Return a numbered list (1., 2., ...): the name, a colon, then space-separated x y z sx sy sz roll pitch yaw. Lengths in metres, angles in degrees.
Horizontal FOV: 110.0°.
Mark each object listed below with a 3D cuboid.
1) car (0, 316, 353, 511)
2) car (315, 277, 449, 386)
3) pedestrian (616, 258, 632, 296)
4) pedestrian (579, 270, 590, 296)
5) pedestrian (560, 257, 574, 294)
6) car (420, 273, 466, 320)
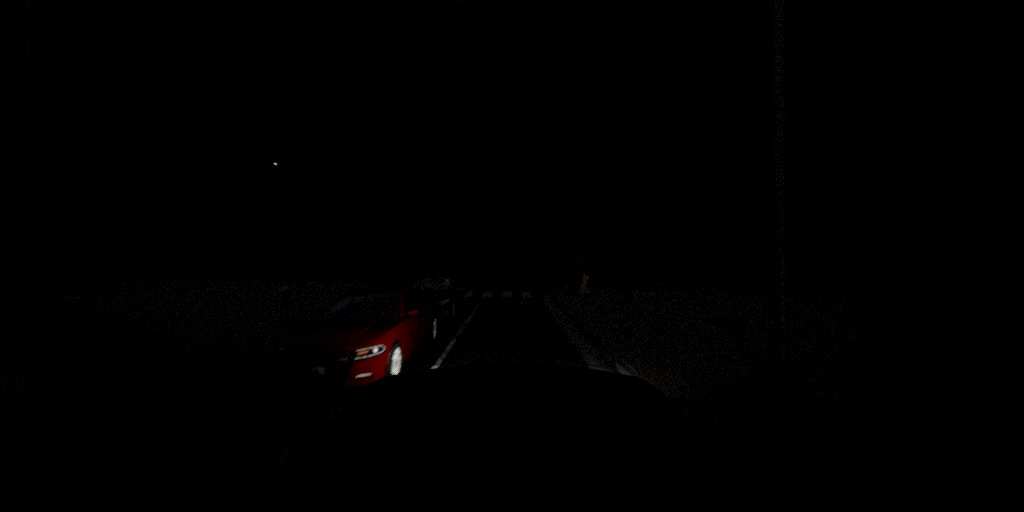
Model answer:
1. car: -2.638 1.316 1.526 1.948 1.339 4.313 0 0 0
2. car: -2.636 1.299 7.067 1.888 1.381 4.507 0 0 0
3. pedestrian: 5.305 0.958 16.948 0.375 1.860 0.375 1 -1 0
4. pedestrian: 3.340 1.180 16.346 0.375 1.300 0.375 1 -1 0
5. pedestrian: 2.691 0.897 17.549 0.375 1.860 0.375 1 -1 0
6. car: -2.635 1.307 12.608 2.007 1.370 4.403 0 0 0
